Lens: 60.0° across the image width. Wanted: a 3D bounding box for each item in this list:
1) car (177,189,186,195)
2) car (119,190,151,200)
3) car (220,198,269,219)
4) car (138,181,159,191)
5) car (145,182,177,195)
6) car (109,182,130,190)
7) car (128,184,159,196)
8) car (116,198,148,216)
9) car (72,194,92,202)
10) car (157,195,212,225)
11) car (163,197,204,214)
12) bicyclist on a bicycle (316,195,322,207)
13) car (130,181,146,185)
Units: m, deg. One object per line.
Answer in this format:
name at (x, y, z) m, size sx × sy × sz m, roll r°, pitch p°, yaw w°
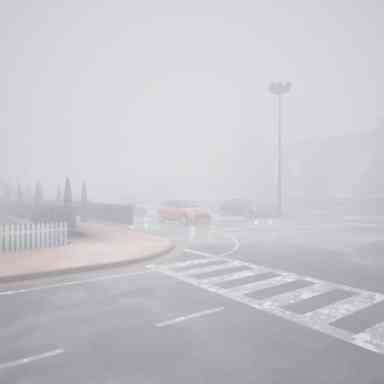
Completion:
car at (-3.205, 0.060, 62.506) m, size 1.895 × 1.301 × 4.718 m, roll 0°, pitch 7°, yaw -37°
car at (-8.237, 0.960, 45.748) m, size 2.033 × 1.411 × 5.357 m, roll 0°, pitch 4°, yaw -37°
car at (4.511, 1.345, 28.917) m, size 2.097 × 1.767 × 4.553 m, roll 0°, pitch 0°, yaw -37°
car at (-9.199, -1.362, 70.482) m, size 2.128 × 1.511 × 4.902 m, roll 0°, pitch 7°, yaw -37°
car at (-5.729, -0.271, 60.039) m, size 2.150 × 2.045 × 5.566 m, roll 0°, pitch 6°, yaw -37°
car at (-14.796, -1.301, 66.277) m, size 1.882 × 1.535 × 5.008 m, roll 0°, pitch 7°, yaw -37°
car at (-8.532, 0.057, 57.943) m, size 2.033 × 1.411 × 5.357 m, roll 0°, pitch 6°, yaw -37°
car at (-6.031, 1.566, 31.220) m, size 1.895 × 1.301 × 4.718 m, roll 0°, pitch 1°, yaw -37°
car at (-14.267, 0.964, 42.119) m, size 1.895 × 1.301 × 4.718 m, roll 0°, pitch 4°, yaw -37°
car at (-0.598, 1.350, 24.066) m, size 2.097 × 1.767 × 4.553 m, roll 0°, pitch 0°, yaw -37°
car at (-1.060, 1.423, 36.256) m, size 1.882 × 1.535 × 5.008 m, roll 0°, pitch 1°, yaw -37°
bicyclist on a bicycle at (18.084, 1.289, 47.388) m, size 1.656 × 1.620 × 0.582 m, roll 0°, pitch 0°, yaw -37°
car at (-11.972, -1.423, 68.346) m, size 2.097 × 1.767 × 4.553 m, roll 0°, pitch 7°, yaw -37°
